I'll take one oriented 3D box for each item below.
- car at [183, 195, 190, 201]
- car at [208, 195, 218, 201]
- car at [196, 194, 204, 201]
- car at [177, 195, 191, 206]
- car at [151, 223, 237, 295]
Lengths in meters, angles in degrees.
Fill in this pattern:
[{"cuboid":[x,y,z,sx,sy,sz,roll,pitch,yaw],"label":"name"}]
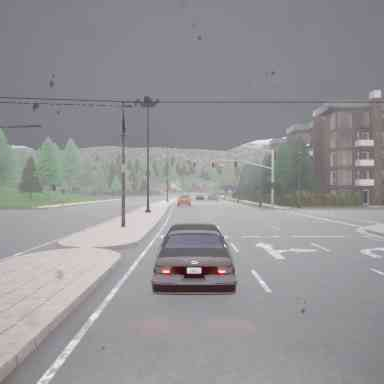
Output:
[{"cuboid":[-1.429,1.523,85.436,1.812,1.442,4.674,0,0,0],"label":"car"},{"cuboid":[5.571,1.539,85.475,2.033,1.411,5.357,0,0,0],"label":"car"},{"cuboid":[2.071,1.477,85.471,1.882,1.535,5.008,0,0,0],"label":"car"},{"cuboid":[-1.298,1.352,54.611,2.097,1.767,4.553,0,0,-1],"label":"car"},{"cuboid":[0.052,1.547,8.865,2.033,1.411,5.357,0,0,0],"label":"car"}]
